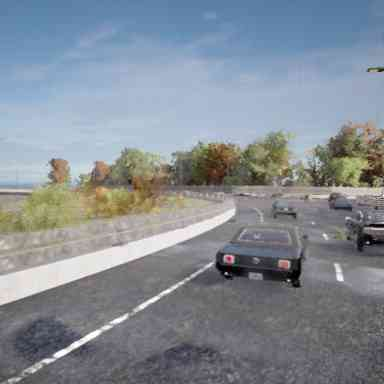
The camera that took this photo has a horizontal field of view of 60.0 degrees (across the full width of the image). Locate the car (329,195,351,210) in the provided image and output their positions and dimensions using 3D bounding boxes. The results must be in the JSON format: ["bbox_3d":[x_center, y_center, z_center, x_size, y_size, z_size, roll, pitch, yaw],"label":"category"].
[{"bbox_3d":[17.744,1.444,39.796,1.994,1.385,4.181,1,1,13],"label":"car"}]

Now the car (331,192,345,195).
[{"bbox_3d":[26.781,1.038,60.764,2.150,2.045,5.566,1,0,37],"label":"car"}]

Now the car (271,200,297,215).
[{"bbox_3d":[7.773,1.382,28.117,2.033,1.411,5.357,1,1,11],"label":"car"}]

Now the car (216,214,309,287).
[{"bbox_3d":[2.223,1.535,9.300,1.895,1.301,4.718,1,1,22],"label":"car"}]

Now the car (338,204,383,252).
[{"bbox_3d":[7.426,1.470,13.452,2.128,1.511,4.902,1,1,19],"label":"car"}]
